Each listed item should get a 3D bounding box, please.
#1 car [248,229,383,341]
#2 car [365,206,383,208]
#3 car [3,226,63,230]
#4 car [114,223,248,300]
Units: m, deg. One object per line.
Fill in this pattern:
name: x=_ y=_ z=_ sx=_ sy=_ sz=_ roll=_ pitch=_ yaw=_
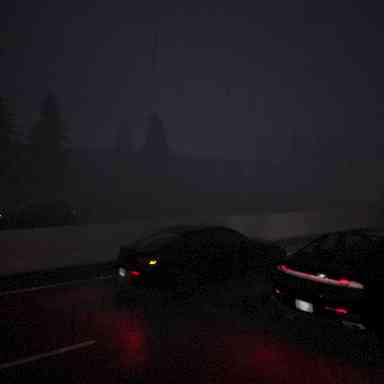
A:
car: x=3.635 y=1.464 z=6.338 sx=4.902 sy=1.511 sz=2.128 roll=0 pitch=0 yaw=-35
car: x=20.623 y=1.319 z=36.048 sx=5.008 sy=1.535 sz=1.882 roll=-1 pitch=0 yaw=-37
car: x=-9.043 y=1.336 z=19.036 sx=4.553 sy=1.767 sz=2.097 roll=0 pitch=0 yaw=-35
car: x=0.408 y=1.504 z=8.336 sx=4.674 sy=1.442 sz=1.812 roll=0 pitch=0 yaw=-36
